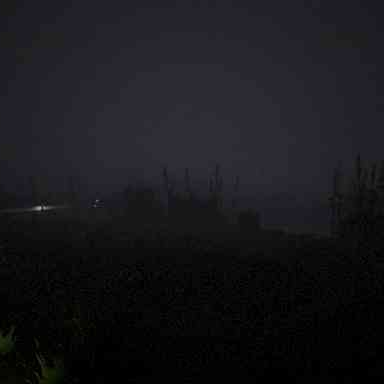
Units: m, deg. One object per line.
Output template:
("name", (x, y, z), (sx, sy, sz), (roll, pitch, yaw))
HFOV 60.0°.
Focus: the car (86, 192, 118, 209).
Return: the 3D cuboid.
("car", (-8.204, 0.812, 33.080), (2.097, 1.767, 4.553), (0, 2, 42))
